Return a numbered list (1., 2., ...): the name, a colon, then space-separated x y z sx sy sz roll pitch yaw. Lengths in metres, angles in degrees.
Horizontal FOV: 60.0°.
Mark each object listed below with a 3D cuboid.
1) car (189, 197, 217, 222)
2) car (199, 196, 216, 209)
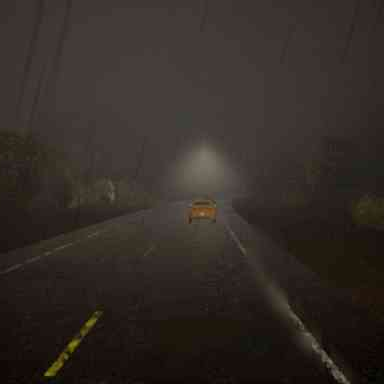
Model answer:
1. car: 0.804 1.319 24.845 1.882 1.535 5.008 0 0 3
2. car: 1.970 1.291 41.690 1.994 1.385 4.181 0 0 5
